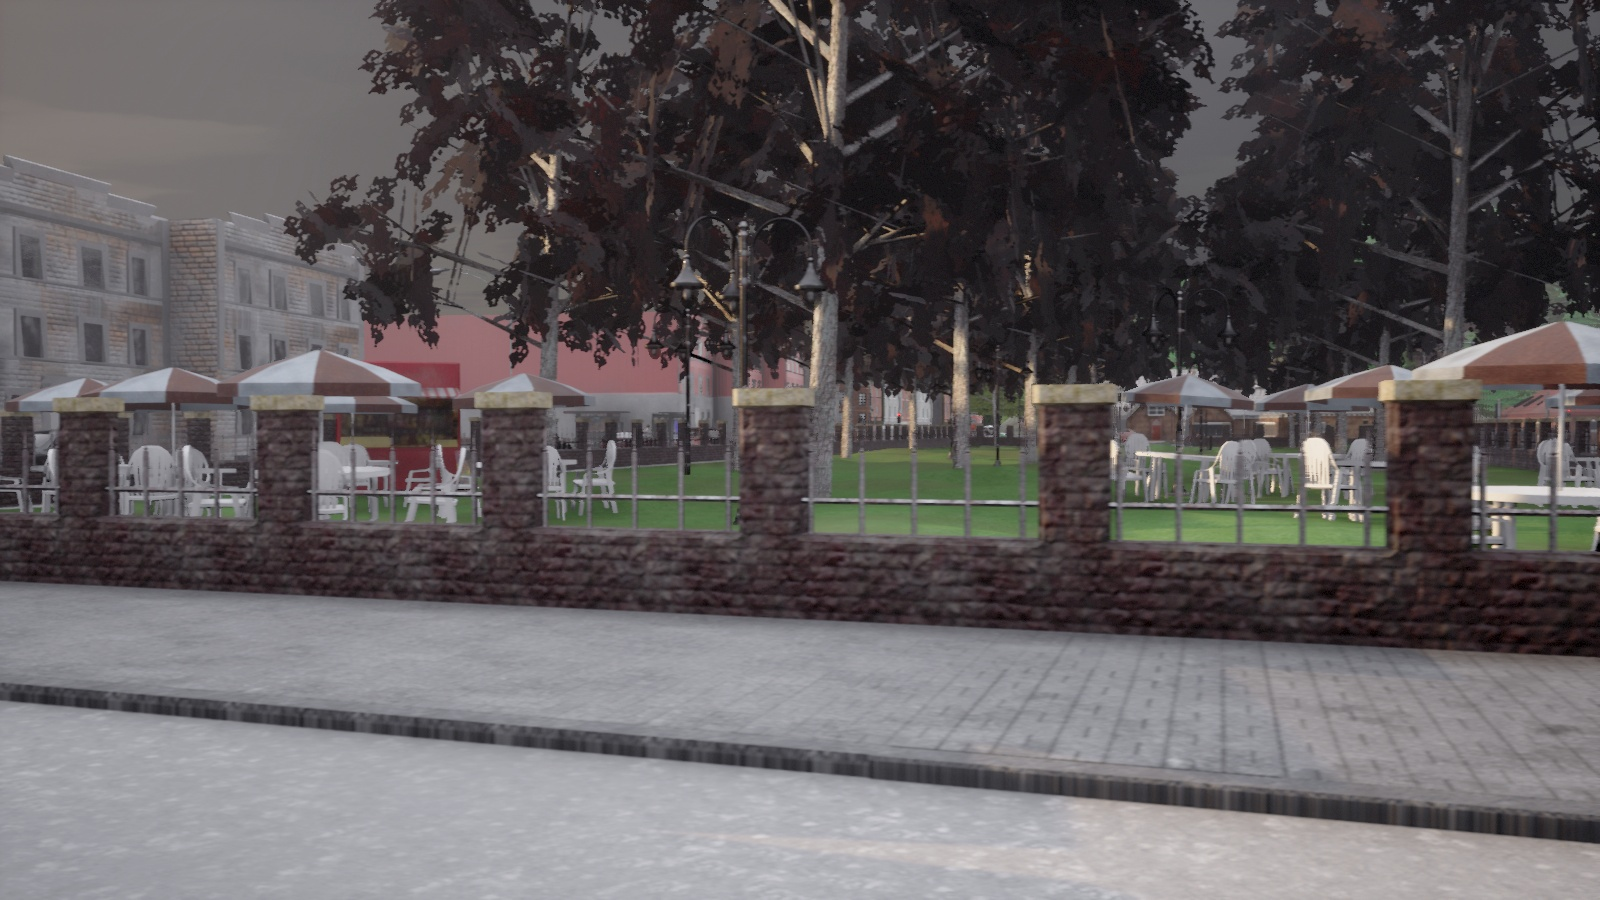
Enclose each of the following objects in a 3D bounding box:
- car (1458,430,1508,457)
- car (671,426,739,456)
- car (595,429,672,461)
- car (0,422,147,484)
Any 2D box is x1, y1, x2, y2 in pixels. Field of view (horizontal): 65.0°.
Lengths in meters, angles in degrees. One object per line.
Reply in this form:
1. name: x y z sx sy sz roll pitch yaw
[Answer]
1. car: 46.766 -0.490 86.083 2.097 1.767 4.553 1 1 16
2. car: -5.447 -0.557 72.572 2.242 1.667 4.611 1 1 19
3. car: -8.392 -0.294 63.774 1.882 1.535 5.008 1 1 18
4. car: -21.716 0.039 36.456 2.033 1.649 4.856 1 1 18
